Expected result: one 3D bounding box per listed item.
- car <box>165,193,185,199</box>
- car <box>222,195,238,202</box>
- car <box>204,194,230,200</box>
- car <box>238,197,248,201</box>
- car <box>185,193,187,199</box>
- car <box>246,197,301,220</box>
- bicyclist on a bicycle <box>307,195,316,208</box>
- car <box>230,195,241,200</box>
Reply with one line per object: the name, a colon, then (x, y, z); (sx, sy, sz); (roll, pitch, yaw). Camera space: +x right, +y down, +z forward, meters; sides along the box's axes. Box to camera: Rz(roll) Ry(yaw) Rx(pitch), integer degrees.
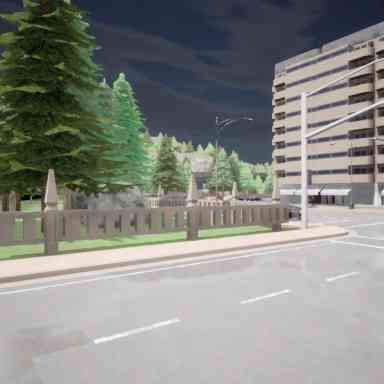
car: (-2.838, 1.168, 49.051); (2.150, 2.045, 5.566); (0, 0, -10)
car: (8.594, 1.469, 75.205); (1.812, 1.442, 4.674); (0, 0, 32)
car: (2.556, 1.422, 42.462); (1.882, 1.535, 5.008); (0, 0, -19)
car: (7.108, 1.492, 33.372); (2.033, 1.411, 5.357); (0, 0, -33)
car: (-2.417, 1.170, 66.308); (2.150, 2.045, 5.566); (0, 0, 13)
car: (7.087, 1.436, 27.197); (2.128, 1.511, 4.902); (0, 0, -33)
bicyclist on a bicycle: (15.325, 1.245, 42.481); (1.656, 1.620, 0.582); (0, 0, -29)
car: (9.249, 1.492, 67.935); (2.033, 1.411, 5.357); (0, 0, 20)
